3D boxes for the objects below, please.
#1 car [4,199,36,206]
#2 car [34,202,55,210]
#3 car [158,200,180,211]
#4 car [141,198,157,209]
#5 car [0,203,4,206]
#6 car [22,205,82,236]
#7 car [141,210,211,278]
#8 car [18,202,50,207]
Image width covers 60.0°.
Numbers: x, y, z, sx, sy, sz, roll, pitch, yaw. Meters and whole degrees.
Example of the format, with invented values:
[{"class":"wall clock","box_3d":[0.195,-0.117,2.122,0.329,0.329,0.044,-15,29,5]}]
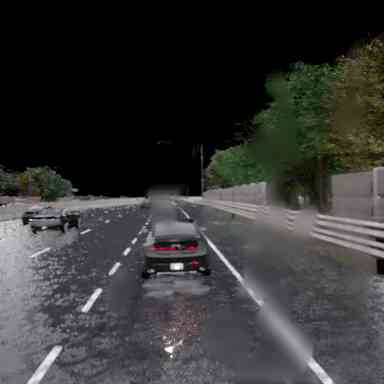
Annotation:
[{"class":"car","box_3d":[-24.451,2.012,48.221,2.150,2.045,5.566,-1,-1,-4]},{"class":"car","box_3d":[-29.135,2.690,65.845,2.128,1.511,4.902,-1,-1,-4]},{"class":"car","box_3d":[-2.202,1.676,33.765,1.812,1.442,4.674,-1,0,-4]},{"class":"car","box_3d":[-7.384,1.831,55.859,2.097,1.767,4.553,-1,-1,-4]},{"class":"car","box_3d":[-31.853,2.569,54.357,1.812,1.442,4.674,-1,-1,-4]},{"class":"car","box_3d":[-8.285,1.751,20.655,2.128,1.511,4.902,-1,0,-4]},{"class":"car","box_3d":[-0.543,1.560,10.447,1.837,1.490,4.892,-1,0,-4]},{"class":"car","box_3d":[-12.280,1.867,27.480,1.837,1.490,4.892,-1,0,-4]}]
